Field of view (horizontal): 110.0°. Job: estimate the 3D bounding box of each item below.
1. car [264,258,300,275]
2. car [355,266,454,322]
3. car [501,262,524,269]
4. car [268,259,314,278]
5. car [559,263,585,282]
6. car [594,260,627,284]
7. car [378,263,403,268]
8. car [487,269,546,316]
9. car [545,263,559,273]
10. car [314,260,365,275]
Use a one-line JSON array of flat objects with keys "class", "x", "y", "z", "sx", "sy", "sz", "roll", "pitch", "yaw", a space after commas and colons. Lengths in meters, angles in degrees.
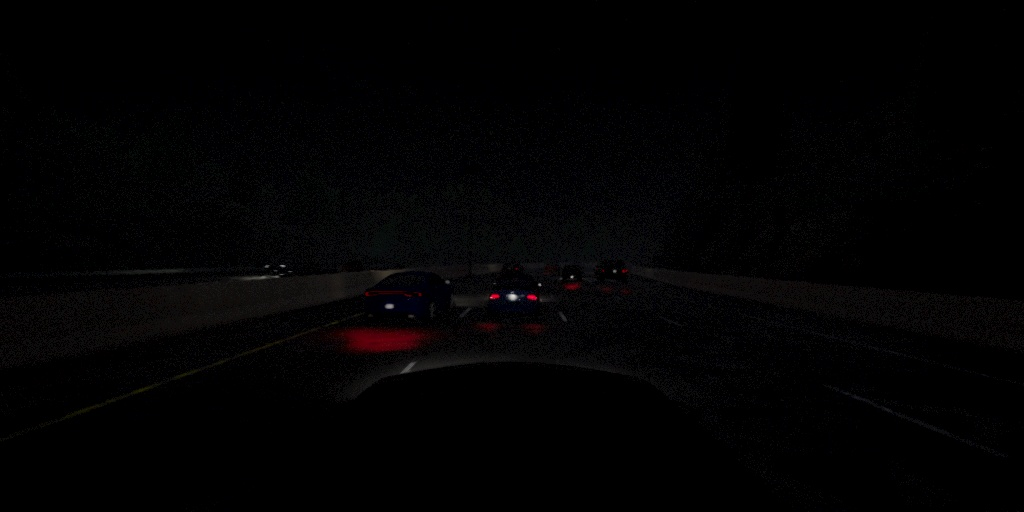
[{"class": "car", "x": -22.396, "y": 1.036, "z": 36.062, "sx": 2.097, "sy": 1.767, "sz": 4.553, "roll": 1, "pitch": 0, "yaw": 8}, {"class": "car", "x": -3.328, "y": 1.267, "z": 12.512, "sx": 1.882, "sy": 1.535, "sz": 5.008, "roll": 1, "pitch": 0, "yaw": 2}, {"class": "car", "x": 0.130, "y": 1.456, "z": 42.443, "sx": 2.097, "sy": 1.767, "sz": 4.553, "roll": 1, "pitch": -1, "yaw": 11}, {"class": "car", "x": -19.302, "y": 1.258, "z": 33.236, "sx": 2.033, "sy": 1.411, "sz": 5.357, "roll": 1, "pitch": 0, "yaw": 8}, {"class": "car", "x": 5.770, "y": 1.634, "z": 34.556, "sx": 1.837, "sy": 1.490, "sz": 4.892, "roll": 0, "pitch": 0, "yaw": 9}, {"class": "car", "x": 8.866, "y": 1.379, "z": 32.131, "sx": 2.150, "sy": 2.045, "sz": 5.566, "roll": 0, "pitch": 0, "yaw": 8}, {"class": "car", "x": -11.941, "y": 1.372, "z": 35.146, "sx": 1.812, "sy": 1.442, "sz": 4.674, "roll": 1, "pitch": -1, "yaw": 9}, {"class": "car", "x": 0.168, "y": 1.407, "z": 14.063, "sx": 2.033, "sy": 1.411, "sz": 5.357, "roll": 1, "pitch": 0, "yaw": 3}, {"class": "car", "x": 6.220, "y": 1.780, "z": 53.925, "sx": 1.882, "sy": 1.535, "sz": 5.008, "roll": 0, "pitch": 0, "yaw": 15}, {"class": "car", "x": -15.697, "y": 1.122, "z": 33.468, "sx": 2.097, "sy": 1.767, "sz": 4.553, "roll": 1, "pitch": 0, "yaw": 8}]
